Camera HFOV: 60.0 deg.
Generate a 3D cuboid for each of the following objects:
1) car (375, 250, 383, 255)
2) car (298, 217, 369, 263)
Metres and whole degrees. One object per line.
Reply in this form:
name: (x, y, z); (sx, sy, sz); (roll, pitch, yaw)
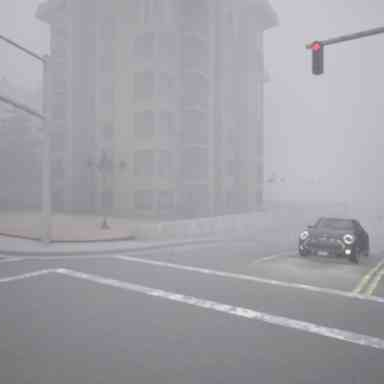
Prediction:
car: (20.473, 6.813, 34.906); (2.033, 1.411, 5.357); (0, -12, 35)
car: (6.082, 1.854, 14.056); (2.097, 1.767, 4.553); (1, -4, 35)
